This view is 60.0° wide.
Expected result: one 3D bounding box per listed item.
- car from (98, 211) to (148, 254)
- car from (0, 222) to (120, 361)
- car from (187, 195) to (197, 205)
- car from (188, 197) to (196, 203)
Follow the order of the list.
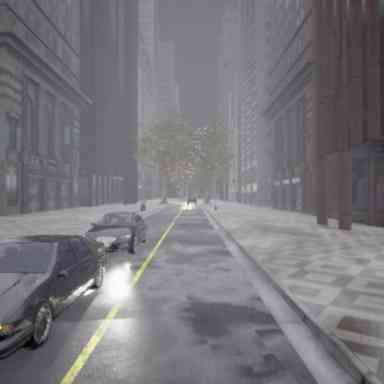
[{"bbox_3d":[-3.002,1.593,14.003,2.128,1.511,4.902,0,0,0],"label":"car"},{"bbox_3d":[-3.095,1.597,6.602,2.033,1.411,5.357,0,0,0],"label":"car"},{"bbox_3d":[-0.006,1.781,74.645,2.150,2.045,5.566,0,0,0],"label":"car"},{"bbox_3d":[-0.007,2.038,85.033,1.837,1.490,4.892,0,0,0],"label":"car"}]
